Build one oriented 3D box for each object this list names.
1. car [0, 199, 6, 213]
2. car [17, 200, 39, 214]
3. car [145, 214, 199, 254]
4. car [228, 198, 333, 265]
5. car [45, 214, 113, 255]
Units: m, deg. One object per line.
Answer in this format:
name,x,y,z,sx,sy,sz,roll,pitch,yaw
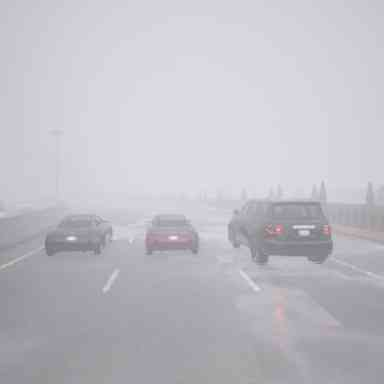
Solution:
car,-22.181,1.555,37.580,1.837,1.490,4.892,0,-1,-25
car,-17.924,1.571,36.514,1.812,1.442,4.674,0,0,-23
car,-0.899,1.578,13.665,1.994,1.385,4.181,0,0,-7
car,2.858,1.232,11.978,2.150,2.045,5.566,0,0,-6
car,-4.403,1.579,13.475,1.994,1.385,4.181,0,0,-7
